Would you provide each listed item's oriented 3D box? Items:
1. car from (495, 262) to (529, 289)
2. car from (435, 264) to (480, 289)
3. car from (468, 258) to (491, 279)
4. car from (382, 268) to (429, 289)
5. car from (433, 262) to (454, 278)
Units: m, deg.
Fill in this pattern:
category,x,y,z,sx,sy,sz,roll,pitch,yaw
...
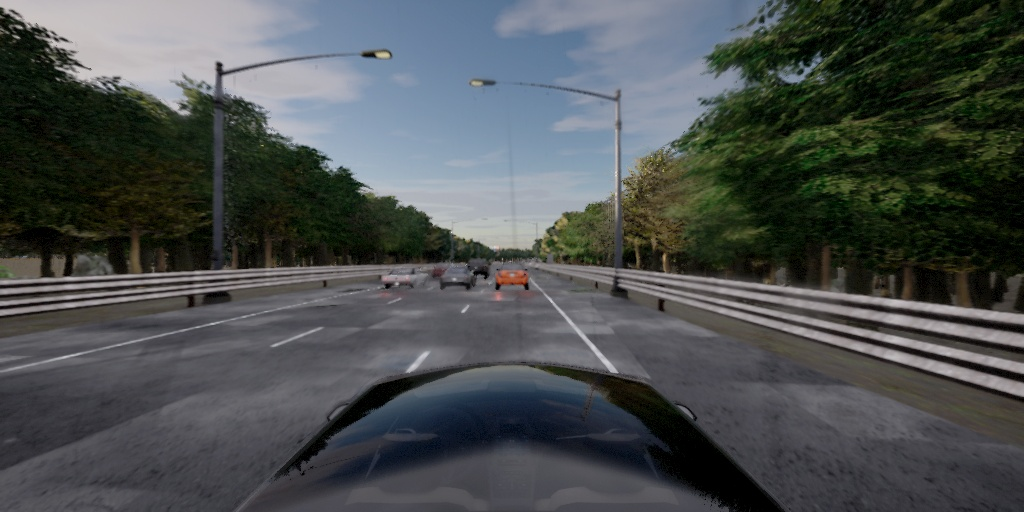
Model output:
category,x,y,z,sx,sy,sz,roll,pitch,yaw
car,0.023,1.198,23.937,2.097,1.767,4.553,0,-1,0
car,-3.478,1.408,23.794,1.994,1.385,4.181,0,-1,0
car,-3.440,1.283,37.490,2.150,2.045,5.566,0,-1,1
car,-6.978,1.448,23.989,1.895,1.301,4.718,0,-1,0
car,-6.932,1.422,38.217,2.097,1.767,4.553,0,-1,0
